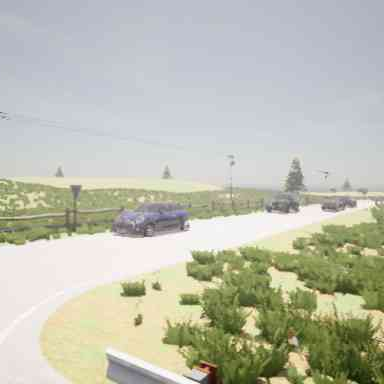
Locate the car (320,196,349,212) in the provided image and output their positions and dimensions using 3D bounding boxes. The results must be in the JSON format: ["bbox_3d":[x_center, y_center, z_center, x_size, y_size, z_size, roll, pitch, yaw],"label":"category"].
[{"bbox_3d":[16.739,1.518,39.506,2.033,1.411,5.357,1,1,35],"label":"car"}]

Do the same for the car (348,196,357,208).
[{"bbox_3d":[22.065,1.308,47.381,2.097,1.767,4.553,1,1,34],"label":"car"}]

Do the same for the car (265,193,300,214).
[{"bbox_3d":[9.677,1.154,35.082,2.150,2.045,5.566,1,1,35],"label":"car"}]

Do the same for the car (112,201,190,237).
[{"bbox_3d":[-2.090,1.316,17.958,2.097,1.767,4.553,1,1,35],"label":"car"}]
